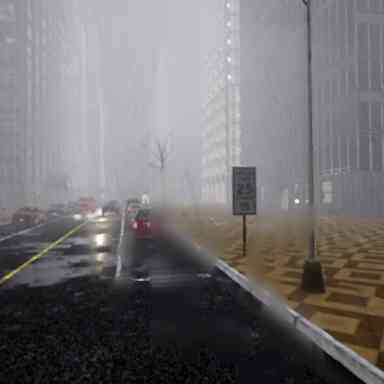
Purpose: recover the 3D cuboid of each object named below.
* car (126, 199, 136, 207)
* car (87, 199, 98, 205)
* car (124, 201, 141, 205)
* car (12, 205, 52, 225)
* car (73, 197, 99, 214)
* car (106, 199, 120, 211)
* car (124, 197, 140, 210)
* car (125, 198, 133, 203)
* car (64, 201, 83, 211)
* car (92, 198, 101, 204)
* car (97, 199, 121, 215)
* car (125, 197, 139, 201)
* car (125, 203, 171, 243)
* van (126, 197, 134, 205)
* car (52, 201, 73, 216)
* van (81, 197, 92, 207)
[{"bbox_3d":[-11.380,2.032,61.674,1.752,1.417,4.829,0,-1,-11],"label":"car"},{"bbox_3d":[-22.935,2.262,76.603,1.947,1.339,4.313,0,-1,-11],"label":"car"},{"bbox_3d":[-5.733,1.852,33.622,1.802,1.307,4.206,0,-1,-11],"label":"car"},{"bbox_3d":[-12.839,1.816,26.410,1.887,1.381,4.507,0,-1,-11],"label":"car"},{"bbox_3d":[-13.135,1.600,41.516,2.150,2.045,5.566,0,0,-11],"label":"car"},{"bbox_3d":[-11.456,1.893,48.452,1.882,1.535,5.008,0,0,-11],"label":"car"},{"bbox_3d":[-9.101,1.726,50.355,2.192,1.841,5.009,0,-1,-11],"label":"car"},{"bbox_3d":[-16.960,2.294,89.391,2.008,1.369,4.403,0,-1,-11],"label":"car"},{"bbox_3d":[-17.321,2.026,48.718,1.947,1.339,4.313,0,-1,-11],"label":"car"},{"bbox_3d":[-25.180,2.343,87.757,2.008,1.369,4.403,0,-1,-11],"label":"car"},{"bbox_3d":[-9.401,1.822,38.469,2.128,1.511,4.902,0,0,-11],"label":"car"},{"bbox_3d":[-7.978,1.679,44.778,2.192,1.841,5.009,0,-1,-11],"label":"car"},{"bbox_3d":[-2.245,1.568,16.919,1.967,1.590,4.097,0,-1,-11],"label":"car"},{"bbox_3d":[-13.592,1.941,72.663,1.690,1.788,3.998,0,-1,-11],"label":"van"},{"bbox_3d":[-15.075,1.931,37.563,1.947,1.339,4.313,0,-1,-11],"label":"car"},{"bbox_3d":[-20.688,1.942,65.451,1.690,1.788,3.998,0,-1,-11],"label":"van"}]
